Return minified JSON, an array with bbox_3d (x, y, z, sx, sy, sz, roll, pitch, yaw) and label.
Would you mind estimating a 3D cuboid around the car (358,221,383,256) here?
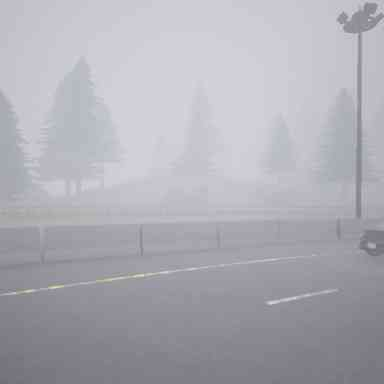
[{"bbox_3d":[8.023,1.577,11.602,4.674,1.442,1.812,0,-1,-20],"label":"car"}]
